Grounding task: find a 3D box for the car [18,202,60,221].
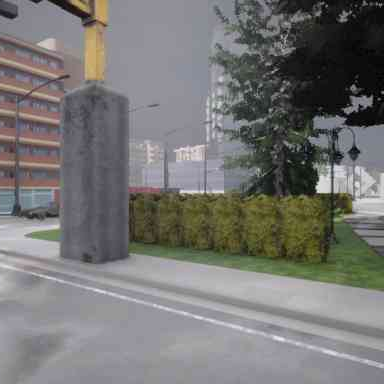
[{"bbox_3d":[-11.524,1.543,27.938,2.033,1.411,5.357,0,0,36],"label":"car"}]
